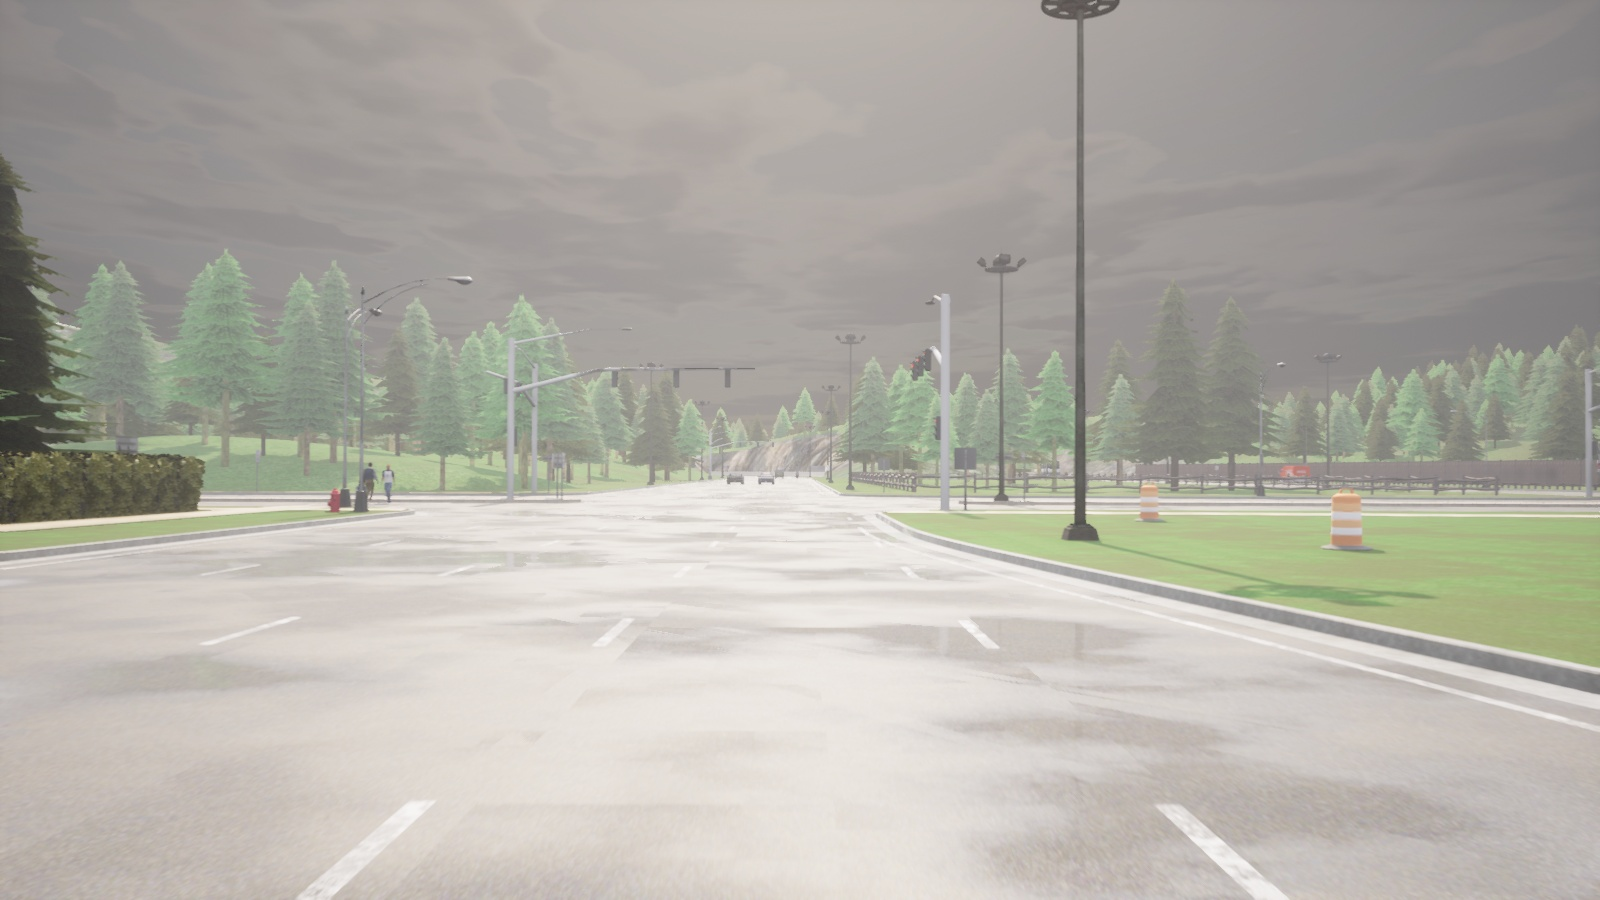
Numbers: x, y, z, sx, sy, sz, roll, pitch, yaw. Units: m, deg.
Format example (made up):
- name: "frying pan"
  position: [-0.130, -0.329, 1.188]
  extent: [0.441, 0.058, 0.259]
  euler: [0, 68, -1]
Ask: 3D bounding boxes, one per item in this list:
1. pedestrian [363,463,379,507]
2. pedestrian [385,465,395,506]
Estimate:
- name: "pedestrian"
  position: [-19.161, 1.539, 56.060]
  extent: [0.423, 1.949, 0.788]
  euler: [0, -1, 2]
- name: "pedestrian"
  position: [-18.594, 1.602, 56.962]
  extent: [0.354, 1.836, 0.706]
  euler: [0, -1, -11]
